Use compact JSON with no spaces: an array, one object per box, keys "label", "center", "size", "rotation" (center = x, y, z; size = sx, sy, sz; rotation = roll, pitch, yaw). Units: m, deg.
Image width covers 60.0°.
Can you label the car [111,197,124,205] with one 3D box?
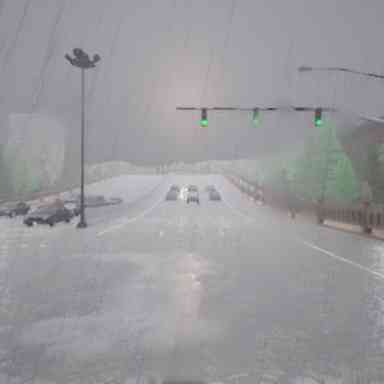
[{"label":"car","center":[-10.552,1.336,45.200],"size":[1.994,1.385,4.181],"rotation":[0,4,0]}]

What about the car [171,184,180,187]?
[{"label":"car","center":[-3.361,-0.795,65.871],"size":[1.837,1.490,4.892],"rotation":[0,7,0]}]

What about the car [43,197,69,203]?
[{"label":"car","center":[-17.565,1.485,41.833],"size":[1.812,1.442,4.674],"rotation":[0,3,1]}]

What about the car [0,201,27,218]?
[{"label":"car","center":[-17.585,1.723,32.660],"size":[1.837,1.490,4.892],"rotation":[0,1,0]}]

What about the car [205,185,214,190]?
[{"label":"car","center":[3.639,-0.704,65.874],"size":[1.895,1.301,4.718],"rotation":[0,7,0]}]

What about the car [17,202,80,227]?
[{"label":"car","center":[-10.591,1.739,25.095],"size":[2.033,1.411,5.357],"rotation":[0,0,0]}]

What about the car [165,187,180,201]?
[{"label":"car","center":[-3.325,0.593,54.117],"size":[2.033,1.411,5.357],"rotation":[0,6,0]}]

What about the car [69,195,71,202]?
[{"label":"car","center":[-17.482,0.977,49.991],"size":[2.033,1.411,5.357],"rotation":[0,5,2]}]

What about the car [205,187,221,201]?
[{"label":"car","center":[3.673,0.615,53.860],"size":[2.033,1.411,5.357],"rotation":[0,6,0]}]

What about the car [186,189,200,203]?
[{"label":"car","center":[0.147,0.848,51.190],"size":[1.812,1.442,4.674],"rotation":[0,5,0]}]

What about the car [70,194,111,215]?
[{"label":"car","center":[-10.575,1.399,35.255],"size":[2.150,2.045,5.566],"rotation":[0,1,0]}]

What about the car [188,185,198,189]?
[{"label":"car","center":[0.139,-0.708,65.621],"size":[1.994,1.385,4.181],"rotation":[0,7,0]}]
